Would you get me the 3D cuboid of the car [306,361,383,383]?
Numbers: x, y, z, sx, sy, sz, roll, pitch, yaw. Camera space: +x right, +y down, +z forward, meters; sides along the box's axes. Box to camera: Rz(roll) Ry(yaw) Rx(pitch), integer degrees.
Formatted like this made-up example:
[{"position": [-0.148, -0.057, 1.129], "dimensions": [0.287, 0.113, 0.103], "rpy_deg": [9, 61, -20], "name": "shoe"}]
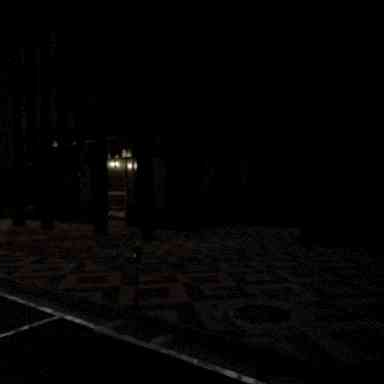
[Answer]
[{"position": [2.542, 1.530, 1.150], "dimensions": [4.507, 1.381, 1.887], "rpy_deg": [-1, 0, 35], "name": "car"}]
